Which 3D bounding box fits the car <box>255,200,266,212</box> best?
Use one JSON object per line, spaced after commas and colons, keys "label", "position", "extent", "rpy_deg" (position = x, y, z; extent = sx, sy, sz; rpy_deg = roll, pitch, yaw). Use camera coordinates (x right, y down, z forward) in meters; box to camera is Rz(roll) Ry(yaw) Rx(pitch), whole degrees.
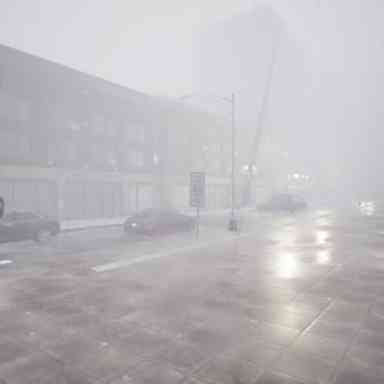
{"label": "car", "position": [8.772, 1.528, 36.882], "extent": [1.895, 1.301, 4.718], "rpy_deg": [0, 0, 36]}

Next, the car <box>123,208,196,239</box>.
{"label": "car", "position": [-1.585, 1.535, 17.470], "extent": [1.994, 1.385, 4.181], "rpy_deg": [0, 0, 36]}

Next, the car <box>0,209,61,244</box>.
{"label": "car", "position": [-7.922, 1.482, 13.727], "extent": [1.837, 1.490, 4.892], "rpy_deg": [0, 0, 36]}

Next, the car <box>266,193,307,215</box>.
{"label": "car", "position": [9.743, 1.160, 33.209], "extent": [2.150, 2.045, 5.566], "rpy_deg": [0, 0, 36]}
